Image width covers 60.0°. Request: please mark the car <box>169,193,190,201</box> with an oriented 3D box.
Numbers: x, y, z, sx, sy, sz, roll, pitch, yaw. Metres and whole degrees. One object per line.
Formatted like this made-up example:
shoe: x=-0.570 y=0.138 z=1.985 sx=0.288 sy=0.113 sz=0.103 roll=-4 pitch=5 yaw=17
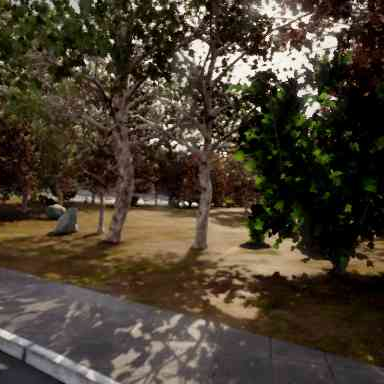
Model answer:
car: x=-3.960 y=1.409 z=94.410 sx=2.435 sy=2.045 sz=5.566 roll=6 pitch=1 yaw=41
